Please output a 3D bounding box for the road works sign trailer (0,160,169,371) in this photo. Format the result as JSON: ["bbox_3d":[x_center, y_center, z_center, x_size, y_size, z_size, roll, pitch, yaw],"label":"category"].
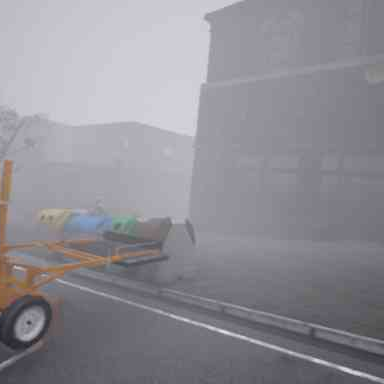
[{"bbox_3d":[-2.371,0.998,6.375,2.380,2.880,3.560,5,0,31],"label":"road works sign trailer"}]

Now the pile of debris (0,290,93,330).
[{"bbox_3d":[-3.370,2.470,7.165,1.500,0.140,1.860,-1,-4,38],"label":"pile of debris"}]
